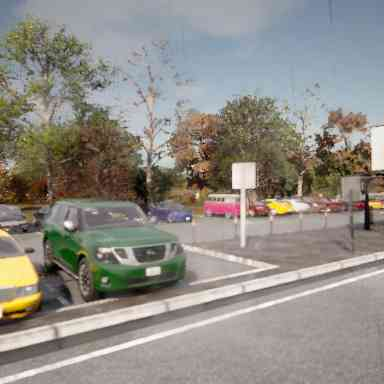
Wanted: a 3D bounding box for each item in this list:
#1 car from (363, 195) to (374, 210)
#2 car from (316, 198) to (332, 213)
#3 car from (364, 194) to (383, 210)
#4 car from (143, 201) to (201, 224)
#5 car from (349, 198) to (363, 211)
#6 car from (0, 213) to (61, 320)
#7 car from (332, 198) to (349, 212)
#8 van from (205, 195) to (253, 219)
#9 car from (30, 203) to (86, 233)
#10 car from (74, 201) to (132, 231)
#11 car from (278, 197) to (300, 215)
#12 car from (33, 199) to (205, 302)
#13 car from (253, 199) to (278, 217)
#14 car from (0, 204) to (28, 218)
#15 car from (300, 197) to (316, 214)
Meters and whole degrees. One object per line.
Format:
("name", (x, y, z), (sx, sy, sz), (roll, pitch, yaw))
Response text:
("car", (18.640, 1.442, 40.040), (2.163, 1.488, 4.792), (0, 0, -36))
("car", (11.864, 1.301, 35.201), (2.185, 1.767, 4.553), (0, 0, -36))
("car", (21.022, 1.405, 41.478), (1.946, 1.575, 5.366), (0, 0, -36))
("car", (-1.649, 1.490, 25.470), (2.163, 1.488, 4.792), (0, 0, -36))
("car", (16.403, 1.418, 38.398), (2.231, 1.521, 4.892), (0, 0, -36))
("car", (-4.561, 1.485, 7.122), (1.946, 1.575, 5.366), (0, 0, -36))
("car", (14.138, 1.421, 36.794), (2.097, 1.535, 5.008), (0, 0, -36))
("van", (2.781, 1.222, 28.815), (1.878, 1.987, 4.442), (0, 0, -36))
("car", (-8.458, 1.508, 20.676), (2.163, 1.488, 4.792), (0, 0, -36))
("car", (-6.076, 1.469, 22.114), (1.946, 1.575, 5.366), (0, 0, -36))
("car", (7.370, 1.437, 31.944), (2.097, 1.535, 5.008), (0, 0, -36))
("car", (-2.371, 1.231, 8.879), (2.435, 2.045, 5.566), (0, 0, -36))
("car", (5.109, 1.483, 30.331), (2.002, 1.452, 4.674), (0, 0, -36))
("car", (-10.703, 1.486, 19.044), (2.231, 1.521, 4.892), (0, 0, -36))
("car", (9.626, 1.471, 33.560), (2.002, 1.452, 4.674), (0, 0, -36))
